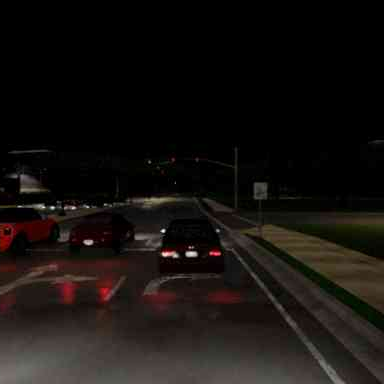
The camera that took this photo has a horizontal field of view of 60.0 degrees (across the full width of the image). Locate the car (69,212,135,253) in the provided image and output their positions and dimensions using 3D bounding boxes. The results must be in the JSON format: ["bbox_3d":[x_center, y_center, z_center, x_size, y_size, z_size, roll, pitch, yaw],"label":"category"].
[{"bbox_3d":[-3.572,1.561,13.730,1.812,1.442,4.674,0,0,-1],"label":"car"}]

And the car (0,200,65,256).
[{"bbox_3d":[-7.106,1.387,13.401,2.097,1.767,4.553,0,0,-1],"label":"car"}]

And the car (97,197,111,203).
[{"bbox_3d":[-19.800,1.788,75.233,1.895,1.301,4.718,0,0,0],"label":"car"}]

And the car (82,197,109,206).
[{"bbox_3d":[-16.342,1.693,56.634,2.033,1.411,5.357,0,0,1],"label":"car"}]

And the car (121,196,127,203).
[{"bbox_3d":[-16.300,1.697,76.873,1.837,1.490,4.892,0,0,0],"label":"car"}]

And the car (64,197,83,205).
[{"bbox_3d":[-23.298,1.694,65.532,2.128,1.511,4.902,0,0,0],"label":"car"}]

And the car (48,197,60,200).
[{"bbox_3d":[-23.334,1.651,56.406,1.837,1.490,4.892,0,0,1],"label":"car"}]

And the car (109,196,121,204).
[{"bbox_3d":[-16.298,1.716,66.695,2.033,1.411,5.357,0,0,0],"label":"car"}]

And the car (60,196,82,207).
[{"bbox_3d":[-19.845,1.496,55.865,2.097,1.767,4.553,0,0,0],"label":"car"}]

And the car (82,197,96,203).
[{"bbox_3d":[-23.300,1.746,75.291,1.994,1.385,4.181,0,0,0],"label":"car"}]

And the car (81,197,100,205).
[{"bbox_3d":[-19.798,1.714,65.276,2.033,1.411,5.357,0,0,0],"label":"car"}]

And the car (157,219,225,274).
[{"bbox_3d":[-0.048,1.575,10.643,2.033,1.411,5.357,0,0,-1],"label":"car"}]
